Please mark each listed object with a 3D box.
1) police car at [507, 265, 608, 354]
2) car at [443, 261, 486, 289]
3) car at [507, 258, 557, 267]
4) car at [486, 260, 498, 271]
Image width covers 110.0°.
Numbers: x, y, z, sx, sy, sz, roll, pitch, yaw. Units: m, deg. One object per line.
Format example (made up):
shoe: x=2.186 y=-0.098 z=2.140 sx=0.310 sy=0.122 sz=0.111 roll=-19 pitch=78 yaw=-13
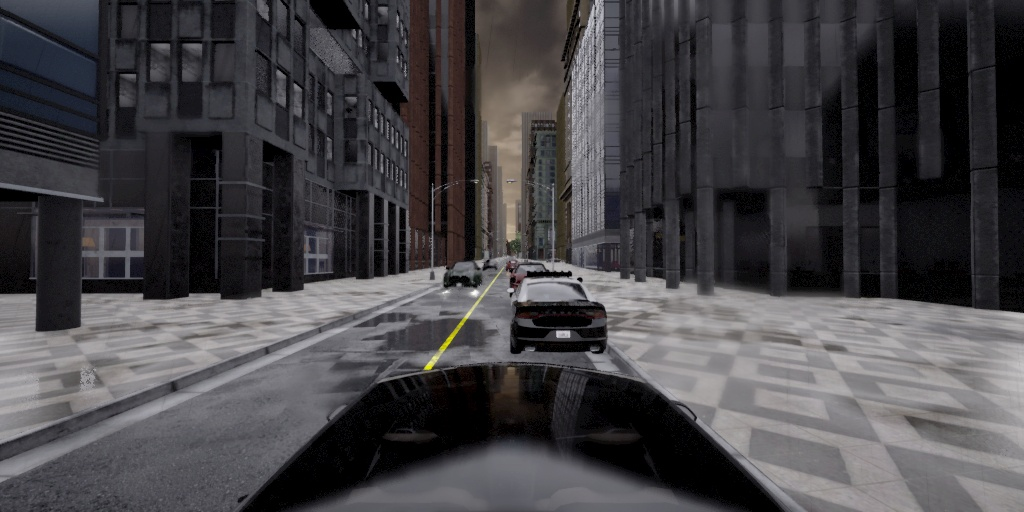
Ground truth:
police car: x=0.907 y=1.177 z=8.911 sx=1.930 sy=1.638 sz=5.238 roll=0 pitch=0 yaw=0
car: x=-3.075 y=1.099 z=23.130 sx=2.097 sy=1.767 sz=4.553 roll=0 pitch=0 yaw=0
car: x=0.918 y=1.100 z=18.772 sx=2.097 sy=1.767 sz=4.553 roll=0 pitch=0 yaw=0
car: x=-2.942 y=1.245 z=49.695 sx=1.837 sy=1.490 sz=4.892 roll=0 pitch=0 yaw=0
